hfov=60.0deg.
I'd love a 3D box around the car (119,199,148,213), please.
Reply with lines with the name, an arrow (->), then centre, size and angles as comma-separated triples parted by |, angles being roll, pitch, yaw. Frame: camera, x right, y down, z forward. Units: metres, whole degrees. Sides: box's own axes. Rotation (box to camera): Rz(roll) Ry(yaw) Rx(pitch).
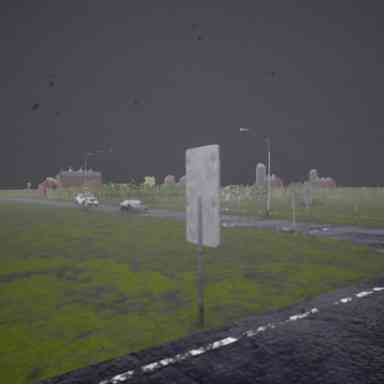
car -> -6.822, 1.596, 38.331 | 1.812, 1.442, 4.674 | -1, 0, -35

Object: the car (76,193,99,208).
car -> -16.451, 1.235, 52.005 | 2.150, 2.045, 5.566 | -1, 0, -35
